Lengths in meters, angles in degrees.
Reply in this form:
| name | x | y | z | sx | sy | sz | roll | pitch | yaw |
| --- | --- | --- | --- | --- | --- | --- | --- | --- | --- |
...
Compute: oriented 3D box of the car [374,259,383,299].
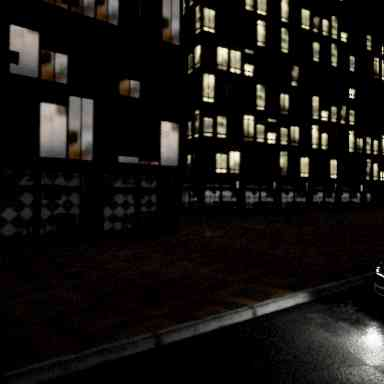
| name | x | y | z | sx | sy | sz | roll | pitch | yaw |
| --- | --- | --- | --- | --- | --- | --- | --- | --- | --- |
| car | 5.852 | 1.537 | 7.245 | 4.892 | 1.490 | 1.837 | 0 | 0 | -36 |
